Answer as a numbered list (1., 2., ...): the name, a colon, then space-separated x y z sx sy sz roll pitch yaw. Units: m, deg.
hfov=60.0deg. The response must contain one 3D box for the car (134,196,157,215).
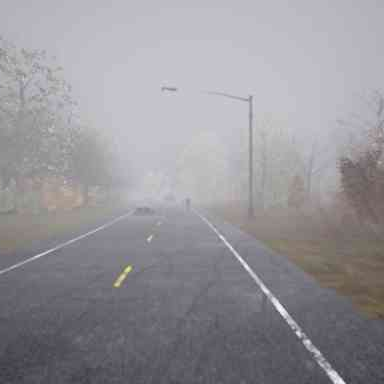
1. car: -4.794 1.452 34.188 1.882 1.535 5.008 0 0 -4

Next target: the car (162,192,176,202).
1. car: -4.654 1.102 69.227 2.150 2.045 5.566 0 0 -8

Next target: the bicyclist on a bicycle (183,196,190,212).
1. bicyclist on a bicycle: -0.436 1.416 37.331 0.582 1.620 1.656 0 0 -4

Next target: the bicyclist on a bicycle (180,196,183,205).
1. bicyclist on a bicycle: -1.284 1.375 47.467 0.866 1.612 1.509 0 0 -5

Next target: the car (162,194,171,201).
1. car: -6.086 1.279 79.352 1.882 1.535 5.008 0 0 -9
